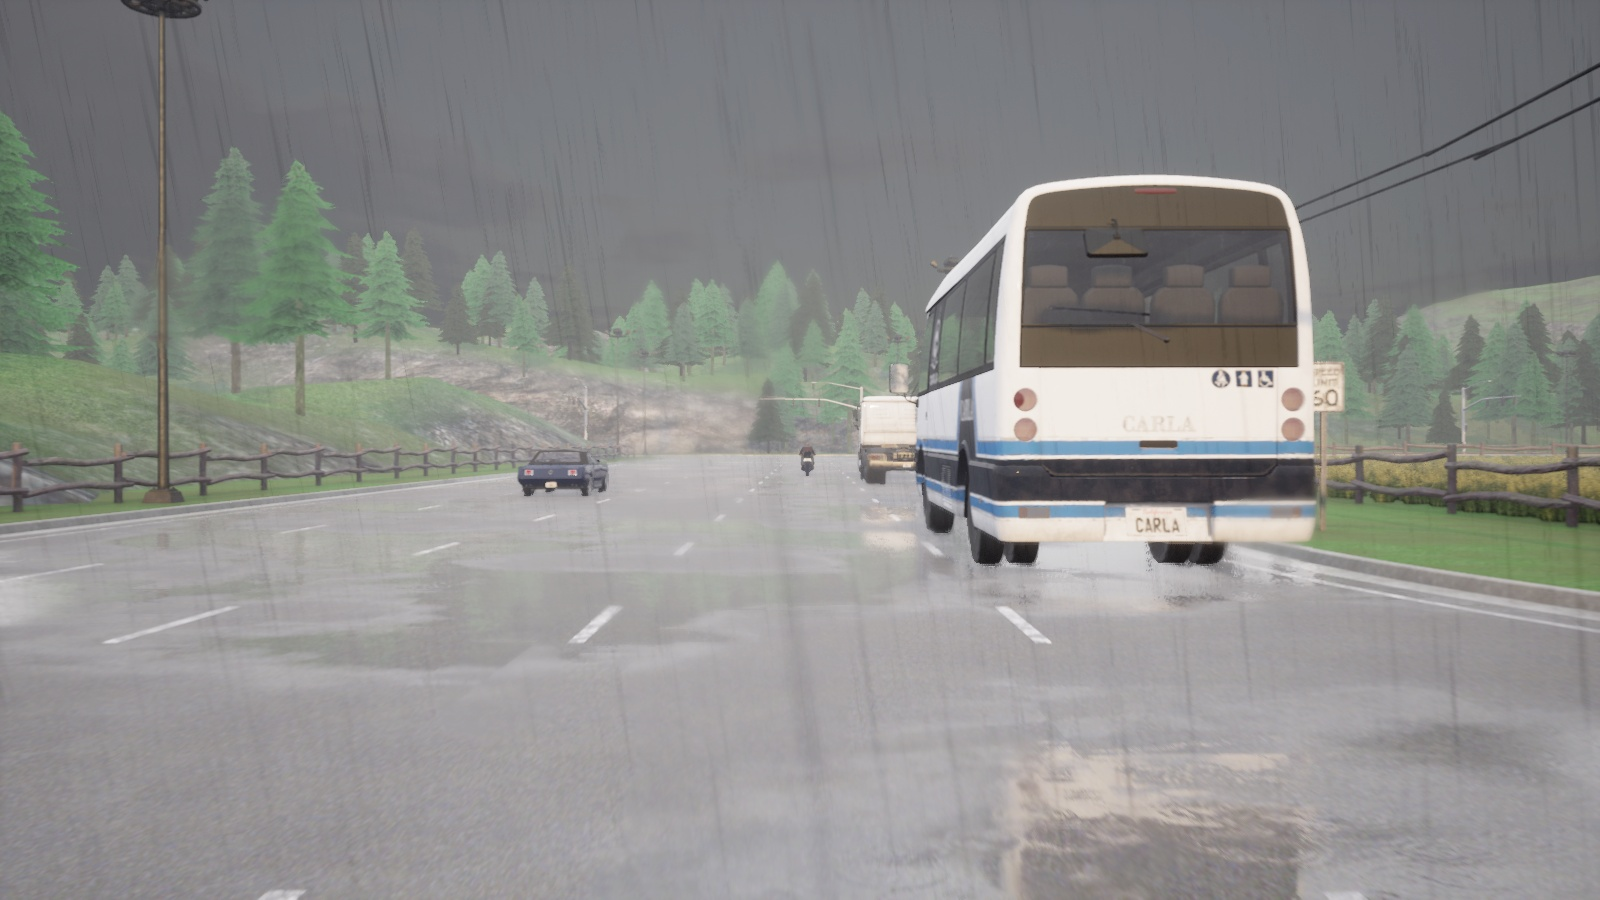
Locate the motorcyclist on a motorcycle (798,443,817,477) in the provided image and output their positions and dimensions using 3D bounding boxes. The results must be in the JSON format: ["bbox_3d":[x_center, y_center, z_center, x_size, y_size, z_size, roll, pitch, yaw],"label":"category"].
[{"bbox_3d":[0.341,0.456,57.736,0.866,1.530,2.191,0,0,0],"label":"motorcyclist on a motorcycle"}]

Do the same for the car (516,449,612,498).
[{"bbox_3d":[-6.779,0.635,36.577,1.895,1.301,4.718,0,0,0],"label":"car"}]

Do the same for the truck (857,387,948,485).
[{"bbox_3d":[3.788,-0.504,48.245,2.891,3.462,7.936,0,0,0],"label":"truck"}]

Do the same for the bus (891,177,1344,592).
[{"bbox_3d":[3.617,-0.728,18.004,3.944,4.253,10.273,0,1,0],"label":"bus"}]
